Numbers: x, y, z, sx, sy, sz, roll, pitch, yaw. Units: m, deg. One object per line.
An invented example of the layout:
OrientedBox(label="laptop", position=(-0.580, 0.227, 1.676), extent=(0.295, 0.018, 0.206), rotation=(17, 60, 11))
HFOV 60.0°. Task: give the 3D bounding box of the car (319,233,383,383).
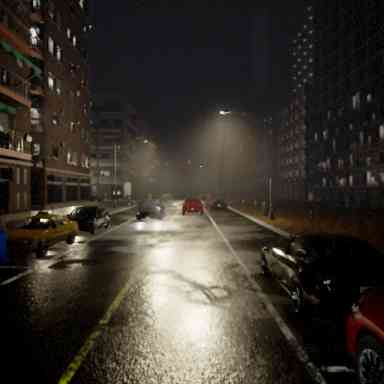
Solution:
OrientedBox(label="car", position=(2.693, 1.303, 1.589), extent=(2.192, 1.841, 5.009), rotation=(0, 0, 0))

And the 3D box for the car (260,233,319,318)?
OrientedBox(label="car", position=(2.688, 1.517, 7.112), extent=(1.947, 1.339, 4.313), rotation=(0, 0, 0))

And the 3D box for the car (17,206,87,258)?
OrientedBox(label="car", position=(-5.697, 1.442, 12.459), extent=(1.752, 1.417, 4.829), rotation=(0, 0, 0))

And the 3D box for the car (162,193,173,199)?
OrientedBox(label="car", position=(-5.745, 1.114, 72.630), extent=(2.008, 1.369, 4.403), rotation=(0, 0, 0))

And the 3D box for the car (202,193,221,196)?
OrientedBox(label="car", position=(2.662, 1.060, 40.248), extent=(2.192, 1.841, 5.009), rotation=(0, 0, 0))

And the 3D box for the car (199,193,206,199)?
OrientedBox(label="car", position=(2.626, 1.031, 83.872), extent=(1.752, 1.417, 4.829), rotation=(0, 0, 0))

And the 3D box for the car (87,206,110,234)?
OrientedBox(label="car", position=(-5.702, 1.446, 18.152), extent=(1.947, 1.339, 4.313), rotation=(0, 0, 0))

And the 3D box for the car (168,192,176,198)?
OrientedBox(label="car", position=(-5.762, 0.894, 94.760), extent=(1.967, 1.590, 4.097), rotation=(0, 0, 0))

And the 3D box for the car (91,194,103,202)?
OrientedBox(label="car", position=(-16.466, 1.011, 53.215), extent=(4.403, 1.369, 2.008), rotation=(1, -1, -1))

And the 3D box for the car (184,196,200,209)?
OrientedBox(label="car", position=(0.037, 1.246, 40.968), extent=(1.837, 1.490, 4.892), rotation=(0, 0, 2))

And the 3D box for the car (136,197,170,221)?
OrientedBox(label="car", position=(-3.025, 1.381, 25.661), extent=(2.033, 1.411, 5.357), rotation=(0, 0, 0))

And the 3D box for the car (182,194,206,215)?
OrientedBox(label="car", position=(0.075, 1.279, 30.871), extent=(1.882, 1.535, 5.008), rotation=(0, 0, 0))

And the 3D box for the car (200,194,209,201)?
OrientedBox(label="car", position=(2.636, 1.107, 72.637), extent=(1.887, 1.381, 4.507), rotation=(0, 0, 0))

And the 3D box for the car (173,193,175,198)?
OrientedBox(label="car", position=(-5.753, 1.058, 83.696), extent=(2.008, 1.369, 4.403), rotation=(0, 0, 0))

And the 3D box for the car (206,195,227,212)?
OrientedBox(label="car", position=(2.666, 1.344, 34.726), extent=(1.947, 1.339, 4.313), rotation=(0, 0, 0))

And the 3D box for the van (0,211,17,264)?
OrientedBox(label="van", position=(-5.693, 1.293, 7.104), extent=(1.690, 1.788, 3.998), rotation=(0, 0, 0))
